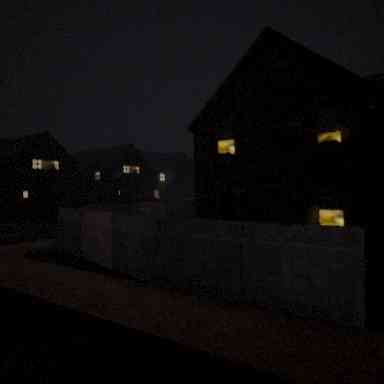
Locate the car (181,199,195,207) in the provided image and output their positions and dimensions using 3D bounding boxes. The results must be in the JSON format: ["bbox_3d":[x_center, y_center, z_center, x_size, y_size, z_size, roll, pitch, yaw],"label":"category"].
[{"bbox_3d":[0.399,1.454,34.328,1.837,1.490,4.892,-2,-1,36],"label":"car"}]
